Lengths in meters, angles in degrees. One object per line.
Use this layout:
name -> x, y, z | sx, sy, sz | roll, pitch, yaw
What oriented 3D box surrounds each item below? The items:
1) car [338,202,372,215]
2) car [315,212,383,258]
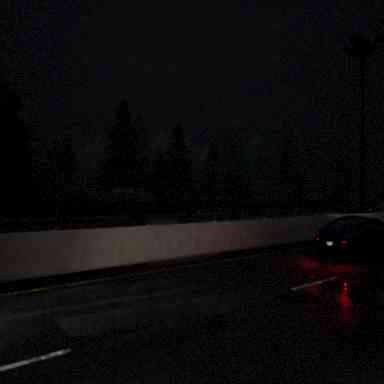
car -> 20.545, 2.010, 41.809 | 4.892, 1.490, 1.837 | 1, -1, -37
car -> 6.836, 1.689, 13.454 | 4.674, 1.442, 1.812 | 1, 0, -37
